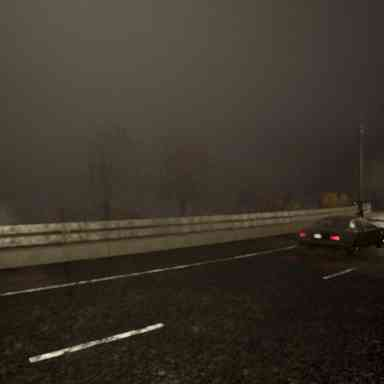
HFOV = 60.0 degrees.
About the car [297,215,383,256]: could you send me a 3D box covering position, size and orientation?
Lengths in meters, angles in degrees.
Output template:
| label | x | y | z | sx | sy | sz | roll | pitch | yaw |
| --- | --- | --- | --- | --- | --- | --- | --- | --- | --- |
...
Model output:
| label | x | y | z | sx | sy | sz | roll | pitch | yaw |
| --- | --- | --- | --- | --- | --- | --- | --- | --- | --- |
| car | 6.421 | 1.692 | 13.887 | 5.357 | 1.411 | 2.033 | 1 | -1 | -43 |
